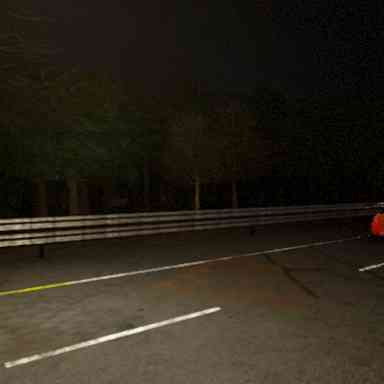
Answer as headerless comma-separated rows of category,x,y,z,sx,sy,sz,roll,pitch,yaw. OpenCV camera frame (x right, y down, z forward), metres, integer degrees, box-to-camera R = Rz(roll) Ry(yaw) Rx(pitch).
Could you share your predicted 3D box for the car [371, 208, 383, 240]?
car,10.312,1.294,15.398,4.553,1.767,2.097,0,0,-35
